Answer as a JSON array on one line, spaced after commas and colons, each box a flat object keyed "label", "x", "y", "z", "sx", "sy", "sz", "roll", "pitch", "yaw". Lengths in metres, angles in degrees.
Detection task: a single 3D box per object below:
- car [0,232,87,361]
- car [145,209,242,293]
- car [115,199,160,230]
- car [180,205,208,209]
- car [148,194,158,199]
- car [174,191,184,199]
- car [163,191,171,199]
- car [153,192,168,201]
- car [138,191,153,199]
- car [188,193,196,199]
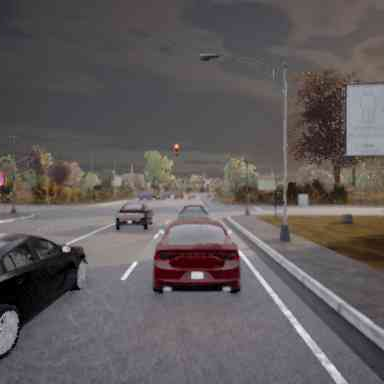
[{"label": "car", "x": -3.401, "y": 1.451, "z": 5.868, "sx": 1.882, "sy": 1.535, "sz": 5.008, "roll": 0, "pitch": 0, "yaw": 0}, {"label": "car", "x": 0.099, "y": 1.438, "z": 8.782, "sx": 1.882, "sy": 1.535, "sz": 5.008, "roll": 0, "pitch": 0, "yaw": 0}, {"label": "car", "x": -3.396, "y": 1.400, "z": 20.373, "sx": 2.128, "sy": 1.511, "sz": 4.902, "roll": 0, "pitch": 0, "yaw": -1}, {"label": "car", "x": 0.099, "y": 1.473, "z": 20.342, "sx": 1.994, "sy": 1.385, "sz": 4.181, "roll": 0, "pitch": 0, "yaw": 0}, {"label": "car", "x": -10.506, "y": 1.186, "z": 89.820, "sx": 1.895, "sy": 1.301, "sz": 4.718, "roll": 0, "pitch": 0, "yaw": 0}, {"label": "car", "x": -3.509, "y": 0.825, "z": 88.188, "sx": 2.150, "sy": 2.045, "sz": 5.566, "roll": 0, "pitch": 0, "yaw": 0}, {"label": "car", "x": -7.006, "y": 0.817, "z": 89.809, "sx": 2.150, "sy": 2.045, "sz": 5.566, "roll": 0, "pitch": 0, "yaw": 0}, {"label": "car", "x": -7.011, "y": 1.222, "z": 74.247, "sx": 1.994, "sy": 1.385, "sz": 4.181, "roll": 0, "pitch": 0, "yaw": 0}, {"label": "car", "x": -10.511, "y": 0.895, "z": 74.224, "sx": 2.150, "sy": 2.045, "sz": 5.566, "roll": 0, "pitch": 0, "yaw": 0}, {"label": "car", "x": -0.008, "y": 0.955, "z": 88.545, "sx": 2.097, "sy": 1.767, "sz": 4.553, "roll": 0, "pitch": 0, "yaw": 0}]
